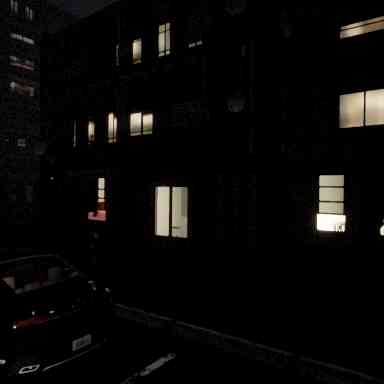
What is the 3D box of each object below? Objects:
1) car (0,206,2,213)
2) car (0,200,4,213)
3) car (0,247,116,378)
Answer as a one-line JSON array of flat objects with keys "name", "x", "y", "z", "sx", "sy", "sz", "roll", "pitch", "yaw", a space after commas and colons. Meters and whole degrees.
[{"name": "car", "x": -21.738, "y": 1.671, "z": 33.893, "sx": 1.994, "sy": 1.385, "sz": 4.181, "roll": 1, "pitch": 0, "yaw": 36}, {"name": "car", "x": -23.272, "y": 1.622, "z": 36.195, "sx": 2.008, "sy": 1.369, "sz": 4.403, "roll": 1, "pitch": 0, "yaw": 36}, {"name": "car", "x": -3.084, "y": 1.549, "z": 5.215, "sx": 4.403, "sy": 1.369, "sz": 2.008, "roll": 0, "pitch": 1, "yaw": 36}]
